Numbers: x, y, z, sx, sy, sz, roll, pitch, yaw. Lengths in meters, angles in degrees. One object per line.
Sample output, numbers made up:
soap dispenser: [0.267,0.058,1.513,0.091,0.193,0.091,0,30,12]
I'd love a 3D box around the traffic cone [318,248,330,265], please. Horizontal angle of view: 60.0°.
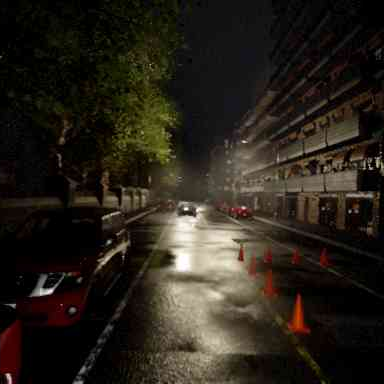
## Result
traffic cone: [4.743,2.285,11.899,0.340,0.580,0.340,3,-1,-1]

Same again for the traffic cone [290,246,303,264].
traffic cone: [3.744,2.239,11.879,0.340,0.580,0.340,3,-1,-1]

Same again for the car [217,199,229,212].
car: [5.025,2.135,46.565,1.967,1.590,4.097,2,-1,-1]

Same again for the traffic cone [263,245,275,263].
traffic cone: [2.745,2.194,11.859,0.340,0.580,0.340,3,-1,-1]

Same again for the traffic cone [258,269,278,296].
traffic cone: [1.828,2.114,7.840,0.340,0.580,0.340,3,-1,-1]

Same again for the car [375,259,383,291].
car: [5.820,1.898,7.163,1.947,1.339,4.313,2,-1,-1]

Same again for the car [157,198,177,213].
car: [-3.231,1.702,40.770,1.967,1.590,4.097,2,-1,-1]

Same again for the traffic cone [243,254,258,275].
traffic cone: [1.787,2.131,9.839,0.340,0.580,0.340,3,-1,-1]

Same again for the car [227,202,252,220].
car: [5.250,2.132,35.307,1.887,1.381,4.507,2,-1,-1]

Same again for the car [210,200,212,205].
car: [4.796,2.244,57.823,1.967,1.590,4.097,2,-1,-1]

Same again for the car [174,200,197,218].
car: [-0.479,1.865,34.165,2.033,1.411,5.357,3,-1,-1]

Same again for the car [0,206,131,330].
car: [-2.538,1.268,6.999,2.192,1.841,5.009,2,-1,-1]

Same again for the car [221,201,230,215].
car: [5.135,2.186,40.936,1.887,1.381,4.507,2,-1,-1]

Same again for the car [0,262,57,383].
car: [-2.435,1.448,1.366,1.887,1.381,4.507,2,-1,-1]

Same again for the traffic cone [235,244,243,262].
traffic cone: [1.746,2.149,11.839,0.340,0.580,0.340,3,-1,-1]

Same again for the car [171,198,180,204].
car: [-4.037,2.201,80.170,2.008,1.369,4.403,2,-1,-1]

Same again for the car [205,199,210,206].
car: [4.452,2.412,74.709,1.967,1.590,4.097,2,-1,-1]

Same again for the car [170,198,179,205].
car: [-3.918,2.116,74.371,1.752,1.417,4.829,2,-1,-1]

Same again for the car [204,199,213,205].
car: [4.215,2.616,86.137,1.752,1.417,4.829,2,-1,-1]

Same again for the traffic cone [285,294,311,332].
traffic cone: [1.868,2.096,5.840,0.340,0.580,0.340,3,-1,-1]

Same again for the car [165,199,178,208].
car: [-3.579,1.976,57.655,2.008,1.369,4.403,2,-1,-1]

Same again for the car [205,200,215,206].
car: [4.332,2.595,80.337,1.947,1.339,4.313,2,-1,-1]

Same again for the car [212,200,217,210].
car: [4.915,2.065,52.195,2.192,1.841,5.009,2,-1,-1]
